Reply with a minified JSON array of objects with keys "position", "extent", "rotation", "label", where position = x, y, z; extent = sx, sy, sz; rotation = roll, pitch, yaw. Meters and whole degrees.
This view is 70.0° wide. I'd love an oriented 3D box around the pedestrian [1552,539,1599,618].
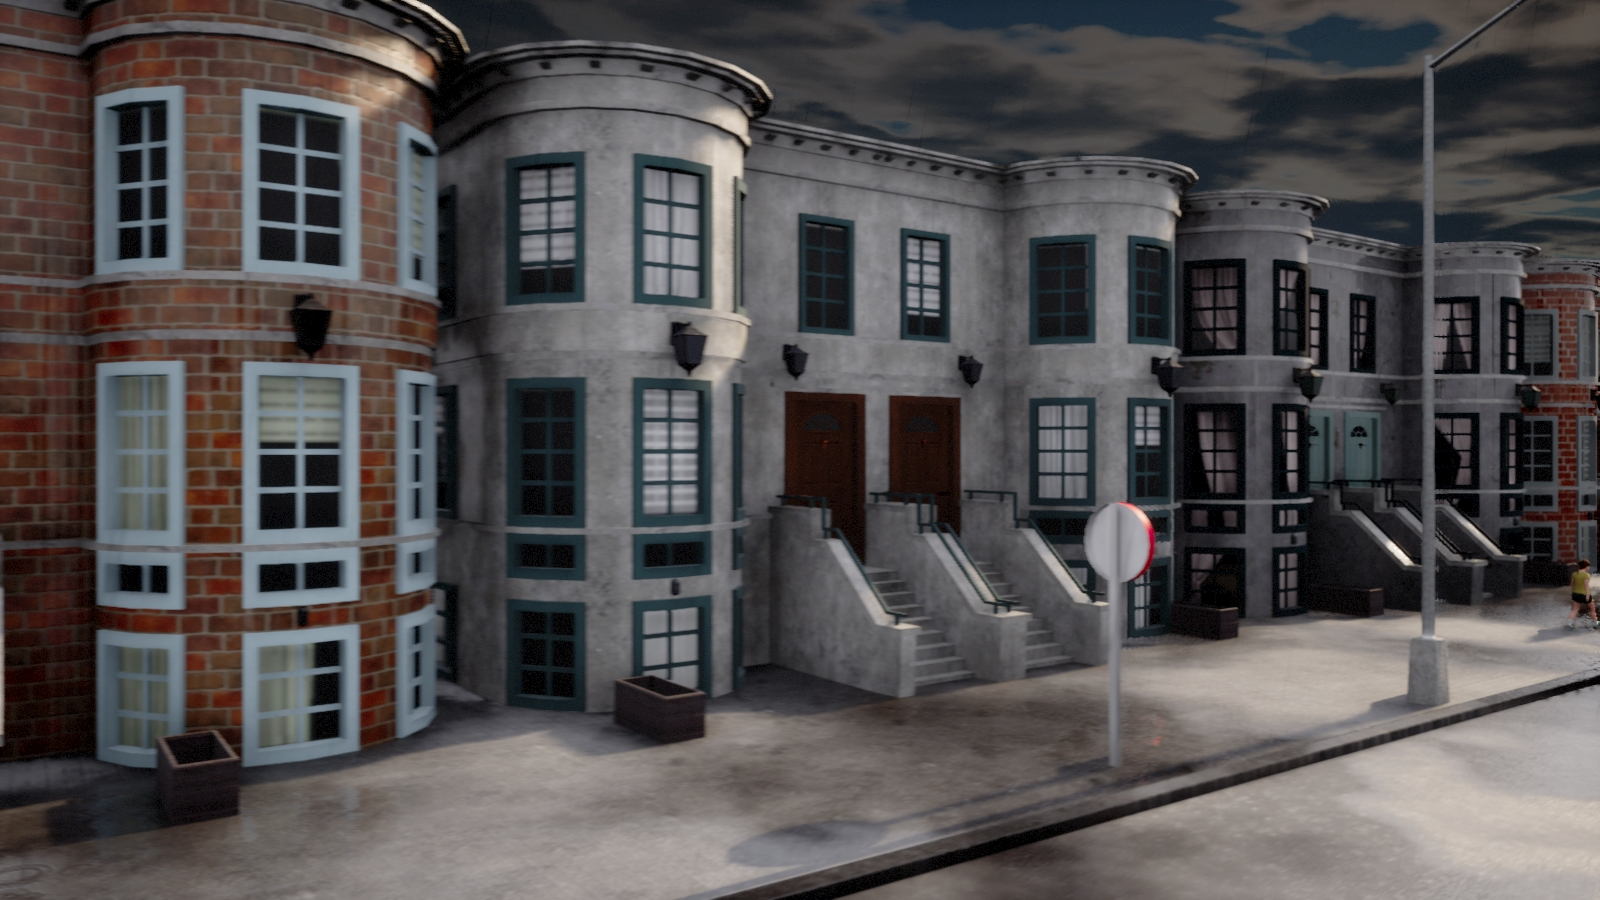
[{"position":[11.647,1.905,17.051],"extent":[0.500,1.100,0.500],"rotation":[0,0,-17],"label":"pedestrian"}]
